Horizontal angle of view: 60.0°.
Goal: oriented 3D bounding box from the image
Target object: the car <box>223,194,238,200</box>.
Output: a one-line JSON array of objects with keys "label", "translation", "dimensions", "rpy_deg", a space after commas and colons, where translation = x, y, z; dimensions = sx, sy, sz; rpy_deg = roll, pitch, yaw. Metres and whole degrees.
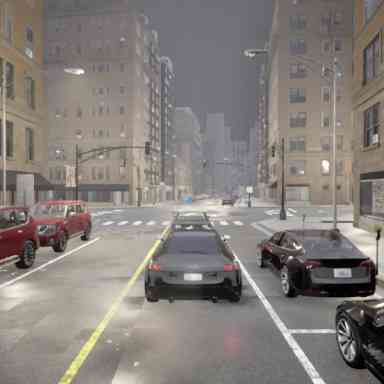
[{"label": "car", "translation": [7.346, 1.484, 63.556], "dimensions": [1.947, 1.339, 4.313], "rpy_deg": [0, 0, 9]}]

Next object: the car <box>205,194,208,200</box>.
[{"label": "car", "translation": [2.285, 1.451, 86.589], "dimensions": [1.802, 1.307, 4.206], "rpy_deg": [0, 0, 9]}]

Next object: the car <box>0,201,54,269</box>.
[{"label": "car", "translation": [-5.687, 1.313, 8.331], "dimensions": [2.192, 1.841, 5.009], "rpy_deg": [-1, 0, 0]}]

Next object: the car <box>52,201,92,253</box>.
[{"label": "car", "translation": [-5.696, 1.310, 13.839], "dimensions": [2.192, 1.841, 5.009], "rpy_deg": [-1, 0, 0]}]

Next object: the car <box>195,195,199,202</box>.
[{"label": "car", "translation": [-0.239, 1.333, 70.293], "dimensions": [1.967, 1.590, 4.097], "rpy_deg": [0, 0, 9]}]

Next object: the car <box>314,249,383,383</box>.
[{"label": "car", "translation": [2.850, 1.565, 2.846], "dimensions": [1.947, 1.339, 4.313], "rpy_deg": [-1, 0, 0]}]

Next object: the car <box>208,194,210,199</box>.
[{"label": "car", "translation": [3.125, 1.304, 92.021], "dimensions": [1.967, 1.590, 4.097], "rpy_deg": [0, 0, 9]}]

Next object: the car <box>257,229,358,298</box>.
[{"label": "car", "translation": [2.841, 1.564, 8.353], "dimensions": [1.947, 1.339, 4.313], "rpy_deg": [-1, 0, 0]}]

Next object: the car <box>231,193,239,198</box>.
[{"label": "car", "translation": [10.708, 1.198, 85.285], "dimensions": [2.192, 1.841, 5.009], "rpy_deg": [0, 0, 9]}]

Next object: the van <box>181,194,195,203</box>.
[{"label": "van", "translation": [-1.080, 1.246, 64.860], "dimensions": [1.690, 1.788, 3.998], "rpy_deg": [0, 0, 9]}]

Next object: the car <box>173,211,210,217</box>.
[{"label": "car", "translation": [-0.023, 1.594, 17.050], "dimensions": [1.895, 1.301, 4.718], "rpy_deg": [0, 0, 0]}]

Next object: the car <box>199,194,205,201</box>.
[{"label": "car", "translation": [1.418, 1.401, 80.988], "dimensions": [1.752, 1.417, 4.829], "rpy_deg": [0, 0, 9]}]

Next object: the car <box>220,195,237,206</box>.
[{"label": "car", "translation": [5.664, 1.511, 52.692], "dimensions": [1.947, 1.339, 4.313], "rpy_deg": [0, 0, 9]}]

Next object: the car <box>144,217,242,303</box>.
[{"label": "car", "translation": [0.037, 1.562, 8.235], "dimensions": [1.994, 1.385, 4.181], "rpy_deg": [0, 0, 0]}]
